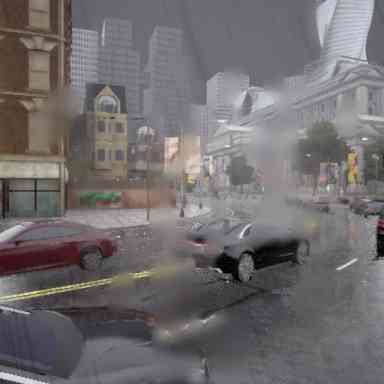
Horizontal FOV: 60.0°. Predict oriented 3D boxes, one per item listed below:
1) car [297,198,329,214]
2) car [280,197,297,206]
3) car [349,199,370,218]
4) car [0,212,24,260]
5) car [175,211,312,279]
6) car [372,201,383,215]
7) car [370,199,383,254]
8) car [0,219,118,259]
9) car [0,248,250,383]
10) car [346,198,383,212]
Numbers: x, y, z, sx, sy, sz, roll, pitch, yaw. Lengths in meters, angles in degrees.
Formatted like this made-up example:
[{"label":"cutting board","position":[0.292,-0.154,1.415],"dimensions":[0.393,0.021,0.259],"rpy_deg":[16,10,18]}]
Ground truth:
[{"label":"car","position":[13.046,1.467,35.384],"dimensions":[2.128,1.511,4.902],"rpy_deg":[0,0,7]},{"label":"car","position":[15.533,1.488,52.110],"dimensions":[1.812,1.442,4.674],"rpy_deg":[0,0,-12]},{"label":"car","position":[15.735,1.530,29.448],"dimensions":[2.033,1.411,5.357],"rpy_deg":[0,0,12]},{"label":"car","position":[-8.164,1.512,10.711],"dimensions":[4.674,1.442,1.812],"rpy_deg":[0,0,-35]},{"label":"car","position":[1.678,1.484,9.743],"dimensions":[4.902,1.511,2.128],"rpy_deg":[0,0,-45]},{"label":"car","position":[19.580,1.577,32.800],"dimensions":[1.895,1.301,4.718],"rpy_deg":[0,0,11]},{"label":"car","position":[8.566,1.217,12.847],"dimensions":[2.150,2.045,5.566],"rpy_deg":[0,0,35]},{"label":"car","position":[-4.365,1.515,9.201],"dimensions":[4.674,1.442,1.812],"rpy_deg":[0,0,-39]},{"label":"car","position":[-2.090,1.487,2.139],"dimensions":[4.902,1.511,2.128],"rpy_deg":[0,0,-33]},{"label":"car","position":[19.943,1.497,38.519],"dimensions":[2.002,1.452,4.674],"rpy_deg":[0,0,1]}]
